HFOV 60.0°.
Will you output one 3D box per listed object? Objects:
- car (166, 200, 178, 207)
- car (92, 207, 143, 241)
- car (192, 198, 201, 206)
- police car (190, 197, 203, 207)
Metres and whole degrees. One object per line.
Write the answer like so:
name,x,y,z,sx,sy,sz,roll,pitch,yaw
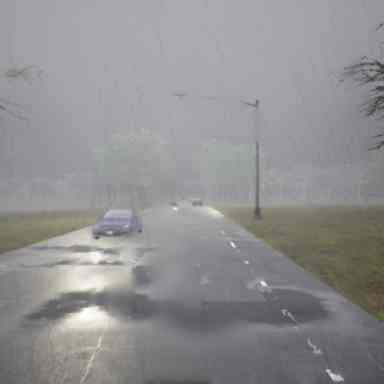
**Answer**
car,-3.560,2.019,58.616,1.895,1.301,4.718,0,-1,1
car,-3.608,1.534,16.912,1.812,1.442,4.674,0,0,0
car,1.015,2.121,71.754,1.837,1.490,4.892,0,-1,0
police car,1.020,1.892,61.865,1.930,1.638,5.238,0,-1,0
